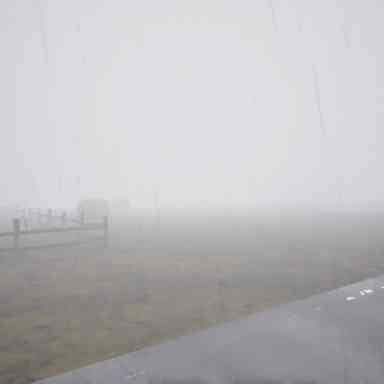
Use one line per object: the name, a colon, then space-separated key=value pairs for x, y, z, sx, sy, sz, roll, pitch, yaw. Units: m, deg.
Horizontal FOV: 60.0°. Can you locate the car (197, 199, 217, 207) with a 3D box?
car: x=2.894 y=2.123 z=65.373 sx=2.097 sy=1.767 sz=4.553 roll=0 pitch=-1 yaw=-36
